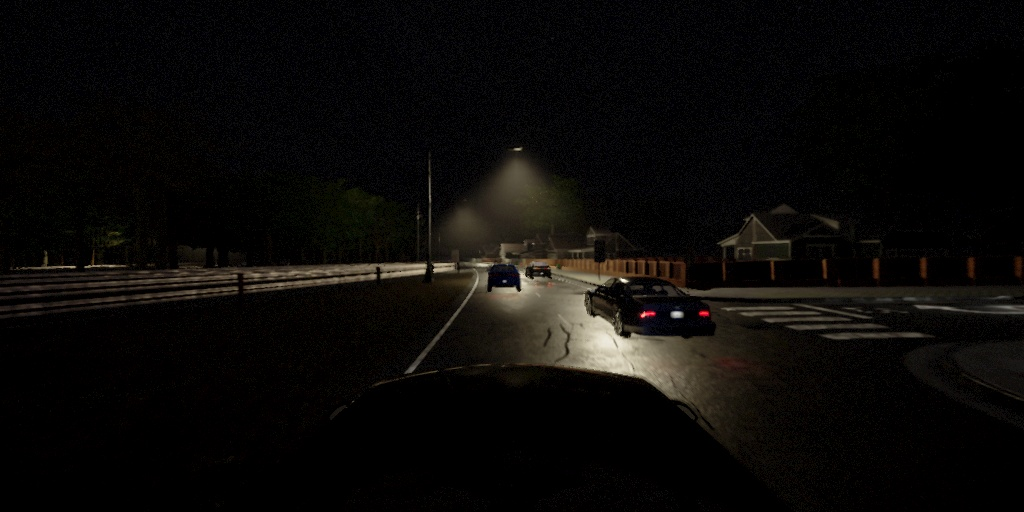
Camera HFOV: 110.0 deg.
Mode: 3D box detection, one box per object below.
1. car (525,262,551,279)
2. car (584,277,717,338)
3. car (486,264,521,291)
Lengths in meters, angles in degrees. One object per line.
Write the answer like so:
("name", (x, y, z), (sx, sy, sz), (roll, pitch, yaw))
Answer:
("car", (2.275, 1.255, 32.091), (2.128, 1.511, 4.902), (0, 0, -5))
("car", (3.459, 1.294, 10.135), (2.033, 1.411, 5.357), (0, 0, -1))
("car", (-0.542, 1.234, 22.144), (1.882, 1.535, 5.008), (0, 0, -3))
